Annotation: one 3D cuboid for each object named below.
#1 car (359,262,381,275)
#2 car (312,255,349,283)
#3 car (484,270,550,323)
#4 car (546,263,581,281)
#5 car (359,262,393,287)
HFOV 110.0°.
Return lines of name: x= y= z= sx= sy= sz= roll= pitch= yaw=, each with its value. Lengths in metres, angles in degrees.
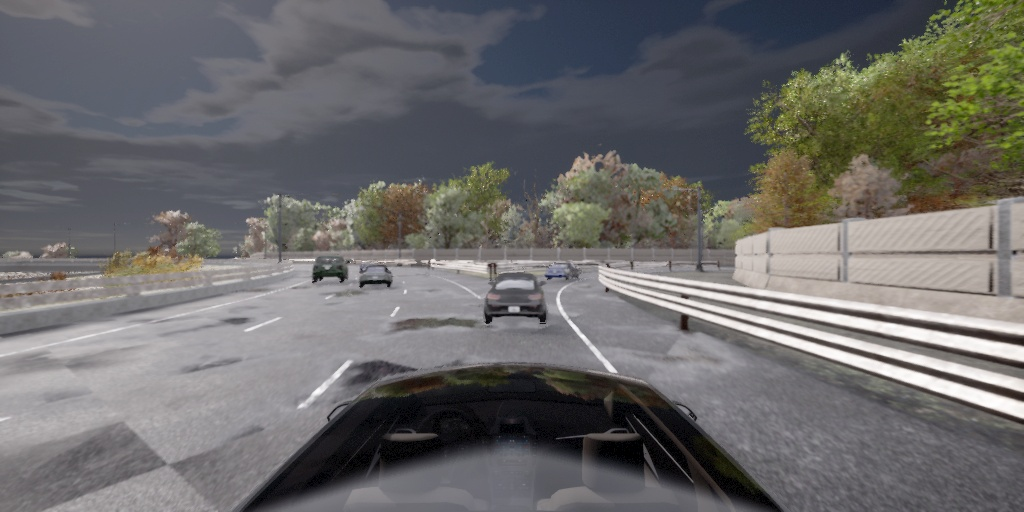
car: x=-16.221 y=1.332 z=40.875 sx=1.895 sy=1.301 sz=4.718 roll=0 pitch=0 yaw=-28
car: x=-14.200 y=0.959 z=28.225 sx=2.150 sy=2.045 sz=5.566 roll=0 pitch=0 yaw=-21
car: x=0.165 y=1.270 z=11.958 sx=1.812 sy=1.442 sz=4.674 roll=0 pitch=0 yaw=3
car: x=4.378 y=1.282 z=30.246 sx=2.033 sy=1.411 sz=5.357 roll=0 pitch=0 yaw=24
car: x=-9.143 y=1.303 z=24.332 sx=1.994 sy=1.385 sz=4.181 roll=0 pitch=0 yaw=-17
